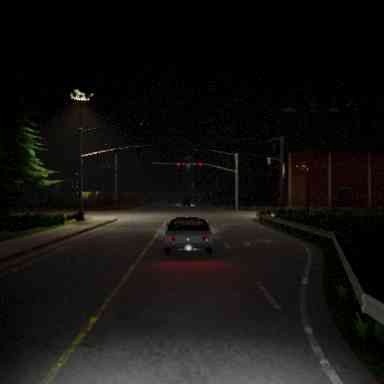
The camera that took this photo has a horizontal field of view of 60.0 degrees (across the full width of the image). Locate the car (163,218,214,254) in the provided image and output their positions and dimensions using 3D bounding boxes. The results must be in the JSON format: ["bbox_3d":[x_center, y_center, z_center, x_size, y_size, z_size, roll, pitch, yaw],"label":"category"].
[{"bbox_3d":[-0.161,1.734,14.173,1.895,1.301,4.718,0,0,-1],"label":"car"}]

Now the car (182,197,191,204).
[{"bbox_3d":[-1.436,2.115,81.586,2.097,1.767,4.553,0,-1,-1],"label":"car"}]

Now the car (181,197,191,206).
[{"bbox_3d":[-1.227,2.160,70.506,1.837,1.490,4.892,0,-1,-1],"label":"car"}]

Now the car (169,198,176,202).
[{"bbox_3d":[-5.048,2.082,87.439,1.812,1.442,4.674,0,-1,-1],"label":"car"}]

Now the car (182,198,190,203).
[{"bbox_3d":[-1.666,2.316,93.728,2.033,1.411,5.357,0,-1,-1],"label":"car"}]

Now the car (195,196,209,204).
[{"bbox_3d":[2.637,1.951,86.354,1.905,1.878,3.866,-7,3,-43],"label":"car"}]
